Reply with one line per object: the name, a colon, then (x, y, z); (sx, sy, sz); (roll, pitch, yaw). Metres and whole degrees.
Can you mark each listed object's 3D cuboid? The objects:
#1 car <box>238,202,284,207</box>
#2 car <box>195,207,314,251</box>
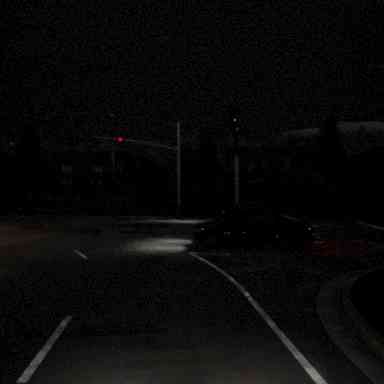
car: (4.333, 1.432, 23.817); (4.902, 1.511, 2.128); (0, 0, 9)
car: (2.449, 1.492, 13.488); (4.674, 1.442, 1.812); (0, 0, 9)
